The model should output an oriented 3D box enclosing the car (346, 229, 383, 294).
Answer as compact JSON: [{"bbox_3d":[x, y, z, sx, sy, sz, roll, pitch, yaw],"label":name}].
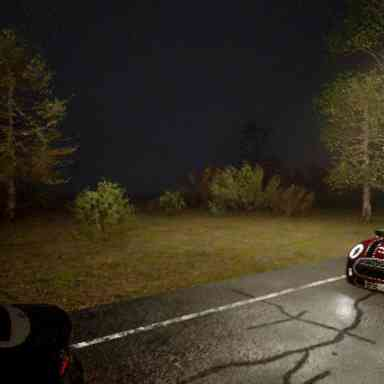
[{"bbox_3d":[5.716,1.341,7.959,4.553,1.767,2.097,0,0,-35],"label":"car"}]

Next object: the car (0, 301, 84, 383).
[{"bbox_3d":[-3.149,1.501,1.819,4.892,1.490,1.837,0,0,-34],"label":"car"}]
